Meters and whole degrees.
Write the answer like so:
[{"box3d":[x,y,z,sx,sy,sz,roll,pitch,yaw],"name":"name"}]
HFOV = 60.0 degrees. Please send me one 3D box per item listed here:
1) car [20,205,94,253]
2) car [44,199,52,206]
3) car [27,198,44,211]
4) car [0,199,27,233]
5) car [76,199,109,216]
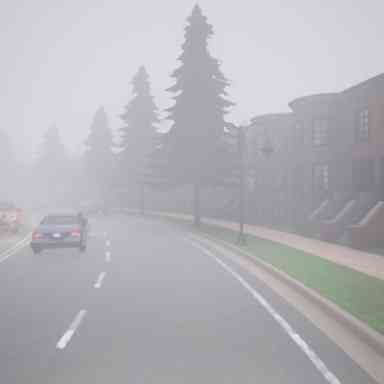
[{"box3d":[-5.211,1.491,13.567,2.033,1.411,5.357,0,0,-16],"name":"car"},{"box3d":[-18.994,1.434,40.431,4.718,1.301,1.895,0,0,39],"name":"car"},{"box3d":[-17.302,1.460,34.207,1.895,1.301,4.718,0,0,-44],"name":"car"},{"box3d":[-10.618,1.274,18.404,2.097,1.767,4.553,0,0,-23],"name":"car"},{"box3d":[-9.056,1.378,29.867,1.837,1.490,4.892,0,0,-35],"name":"car"}]
